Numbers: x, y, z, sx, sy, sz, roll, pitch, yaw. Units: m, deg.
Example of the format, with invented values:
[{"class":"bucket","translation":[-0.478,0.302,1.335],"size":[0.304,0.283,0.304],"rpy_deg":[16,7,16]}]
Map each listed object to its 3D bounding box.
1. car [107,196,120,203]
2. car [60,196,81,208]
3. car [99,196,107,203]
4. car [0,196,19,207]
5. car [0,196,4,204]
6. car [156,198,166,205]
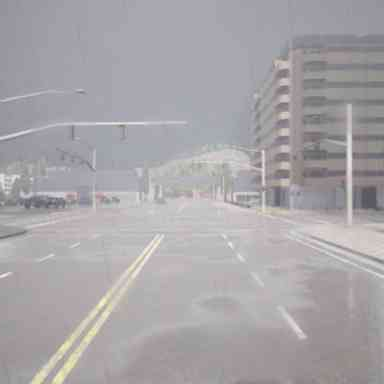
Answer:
[{"class":"car","translation":[-21.025,1.997,90.467],"size":[1.932,1.855,4.605],"rpy_deg":[0,-1,0]},{"class":"car","translation":[-26.691,2.078,73.074],"size":[1.970,1.475,3.806],"rpy_deg":[0,-1,0]},{"class":"car","translation":[-23.919,2.001,90.533],"size":[1.905,1.878,3.866],"rpy_deg":[0,-1,0]},{"class":"car","translation":[-32.516,1.937,57.995],"size":[1.970,1.475,3.806],"rpy_deg":[0,-1,0]},{"class":"car","translation":[-43.589,1.836,73.051],"size":[1.932,1.855,4.605],"rpy_deg":[0,-1,0]},{"class":"car","translation":[-6.980,2.058,75.573],"size":[2.097,1.767,4.553],"rpy_deg":[0,-1,0]}]
